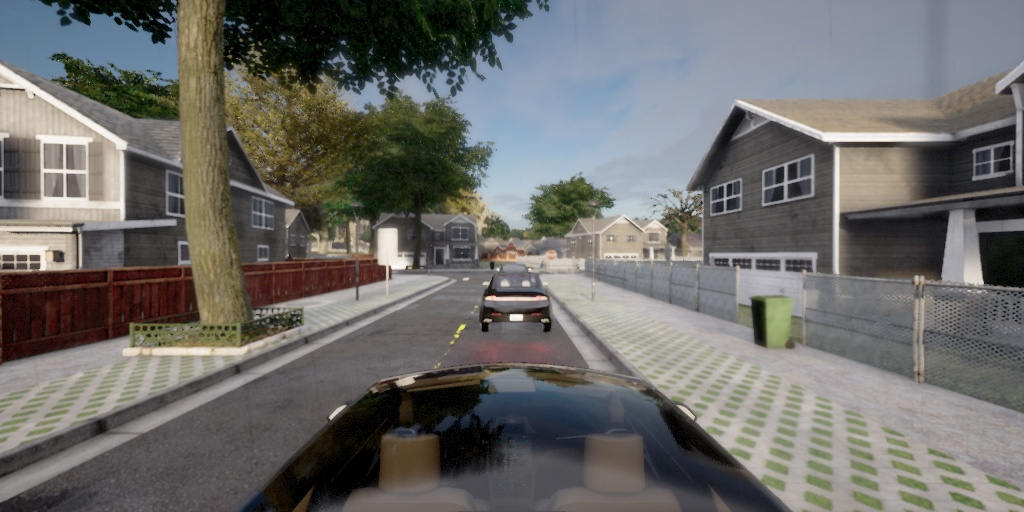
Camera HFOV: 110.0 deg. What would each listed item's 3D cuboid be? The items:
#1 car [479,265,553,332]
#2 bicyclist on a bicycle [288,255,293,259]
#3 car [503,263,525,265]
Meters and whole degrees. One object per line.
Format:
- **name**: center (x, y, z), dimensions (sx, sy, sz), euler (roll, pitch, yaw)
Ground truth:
- **car**: center (0.106, 1.194, 10.669), dimensions (2.128, 1.511, 4.902), euler (0, 0, 0)
- **bicyclist on a bicycle**: center (-22.314, 0.700, 36.125), dimensions (0.582, 1.620, 1.656), euler (0, 1, -12)
- **car**: center (0.113, 1.127, 20.636), dimensions (1.882, 1.535, 5.008), euler (0, 0, 0)
